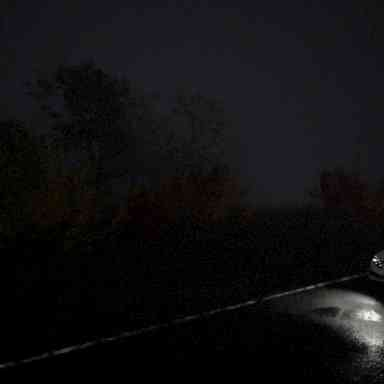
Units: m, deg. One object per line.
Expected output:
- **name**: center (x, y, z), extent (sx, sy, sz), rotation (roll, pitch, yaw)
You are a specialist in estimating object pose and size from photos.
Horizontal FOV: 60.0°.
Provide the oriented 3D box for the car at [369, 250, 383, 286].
- **car**: center (6.380, 1.594, 8.381), extent (4.674, 1.442, 1.812), rotation (0, 0, -34)
